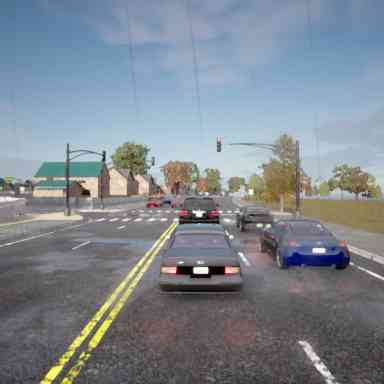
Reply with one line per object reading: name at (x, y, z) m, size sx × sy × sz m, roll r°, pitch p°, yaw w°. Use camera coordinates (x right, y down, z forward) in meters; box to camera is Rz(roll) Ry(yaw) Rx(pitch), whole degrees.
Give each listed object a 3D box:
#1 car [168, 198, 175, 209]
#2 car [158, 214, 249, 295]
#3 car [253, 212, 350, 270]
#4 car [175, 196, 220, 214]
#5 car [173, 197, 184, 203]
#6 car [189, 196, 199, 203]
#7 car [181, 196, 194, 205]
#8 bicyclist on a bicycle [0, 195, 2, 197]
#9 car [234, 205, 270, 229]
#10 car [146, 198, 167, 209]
car at (-1.847, 1.548, 47.106) m, size 1.882 × 1.535 × 5.008 m, roll 0°, pitch 1°, yaw 3°
car at (0.204, 1.553, 8.891) m, size 2.033 × 1.411 × 5.357 m, roll 0°, pitch 0°, yaw 1°
car at (3.500, 1.570, 11.102) m, size 1.994 × 1.385 × 4.181 m, roll 0°, pitch 0°, yaw 1°
car at (0.422, 1.237, 19.138) m, size 2.150 × 2.045 × 5.566 m, roll 0°, pitch 0°, yaw 1°
car at (-3.005, 1.752, 75.041) m, size 1.895 × 1.301 × 4.718 m, roll 0°, pitch 0°, yaw 5°
car at (0.516, 1.681, 77.929) m, size 2.128 × 1.511 × 4.902 m, roll 0°, pitch 0°, yaw 5°
car at (-0.784, 1.587, 62.785) m, size 1.882 × 1.535 × 5.008 m, roll 0°, pitch -1°, yaw 5°
bicyclist on a bicycle at (-23.947, 1.036, 41.357) m, size 0.582 × 1.620 × 1.656 m, roll 1°, pitch -1°, yaw 16°
car at (3.689, 1.520, 19.994) m, size 1.837 × 1.490 × 4.892 m, roll 0°, pitch 0°, yaw 3°
car at (-5.150, 1.672, 46.344) m, size 1.895 × 1.301 × 4.718 m, roll 0°, pitch 0°, yaw 3°
